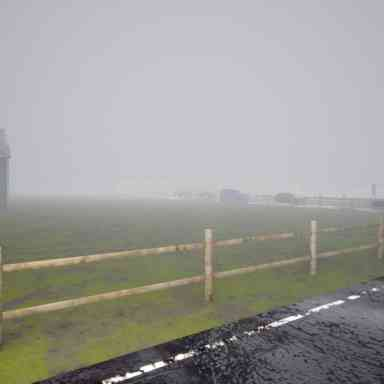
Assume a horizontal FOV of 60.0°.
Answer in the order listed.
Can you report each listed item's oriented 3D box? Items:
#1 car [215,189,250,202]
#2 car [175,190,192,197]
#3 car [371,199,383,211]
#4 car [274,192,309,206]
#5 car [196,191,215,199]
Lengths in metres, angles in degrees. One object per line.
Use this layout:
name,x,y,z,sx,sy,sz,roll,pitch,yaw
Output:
car,6.797,0.514,53.557,2.150,2.045,5.566,0,1,-35
car,-1.814,0.362,71.802,1.837,1.490,4.892,0,1,-36
car,20.623,1.290,33.915,1.994,1.385,4.181,0,1,-32
car,13.309,0.845,44.418,2.097,1.767,4.553,0,1,-35
car,2.751,0.597,65.460,1.837,1.490,4.892,0,1,-35
